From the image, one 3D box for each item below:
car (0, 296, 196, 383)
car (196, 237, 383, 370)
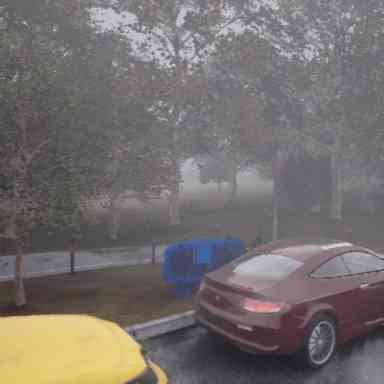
[{"bbox_3d":[-2.768,1.473,2.072,5.366,1.575,1.946,-1,0,-33],"label":"car"},{"bbox_3d":[2.224,1.513,5.642,4.674,1.452,2.002,0,0,-33],"label":"car"}]
